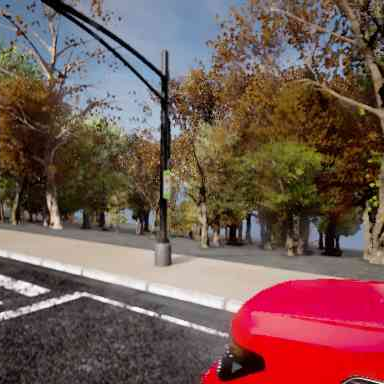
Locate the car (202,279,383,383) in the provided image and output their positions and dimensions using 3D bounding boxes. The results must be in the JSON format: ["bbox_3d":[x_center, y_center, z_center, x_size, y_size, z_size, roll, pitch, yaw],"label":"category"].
[{"bbox_3d":[2.729,1.226,1.734,5.566,2.045,2.150,0,0,36],"label":"car"}]
